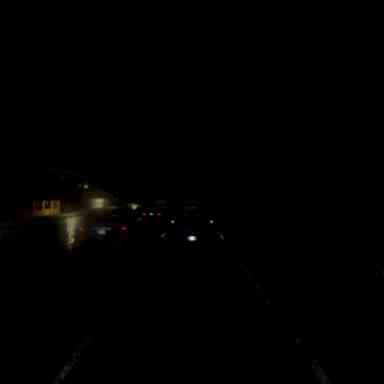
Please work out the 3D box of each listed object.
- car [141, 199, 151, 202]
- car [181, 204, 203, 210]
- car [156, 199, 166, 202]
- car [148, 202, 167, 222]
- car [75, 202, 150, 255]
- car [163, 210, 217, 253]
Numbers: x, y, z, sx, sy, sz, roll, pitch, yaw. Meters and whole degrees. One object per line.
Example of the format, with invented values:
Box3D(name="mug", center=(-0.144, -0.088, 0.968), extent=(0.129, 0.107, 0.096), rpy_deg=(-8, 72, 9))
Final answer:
Box3D(name="car", center=(-9.738, 2.263, 69.968), extent=(2.033, 1.411, 5.357), rpy_deg=(0, -1, 0))
Box3D(name="car", center=(0.011, 1.819, 29.362), extent=(1.812, 1.442, 4.674), rpy_deg=(0, 0, 0))
Box3D(name="car", center=(-6.487, 2.201, 69.968), extent=(1.882, 1.535, 5.008), rpy_deg=(0, -1, 0))
Box3D(name="car", center=(-3.244, 1.837, 28.976), extent=(2.033, 1.411, 5.357), rpy_deg=(0, -1, 0))
Box3D(name="car", center=(-3.245, 1.488, 14.062), extent=(2.097, 1.767, 4.553), rpy_deg=(0, -1, 0))
Box3D(name="car", center=(0.008, 1.705, 14.313), extent=(1.994, 1.385, 4.181), rpy_deg=(0, 0, 0))
